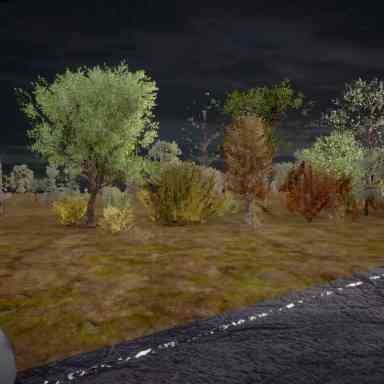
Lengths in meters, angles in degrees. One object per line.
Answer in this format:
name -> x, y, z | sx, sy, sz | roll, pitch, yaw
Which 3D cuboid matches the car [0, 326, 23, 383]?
car -> -3.296, 1.478, 1.071 | 5.008, 1.535, 1.882 | 0, 0, -36
